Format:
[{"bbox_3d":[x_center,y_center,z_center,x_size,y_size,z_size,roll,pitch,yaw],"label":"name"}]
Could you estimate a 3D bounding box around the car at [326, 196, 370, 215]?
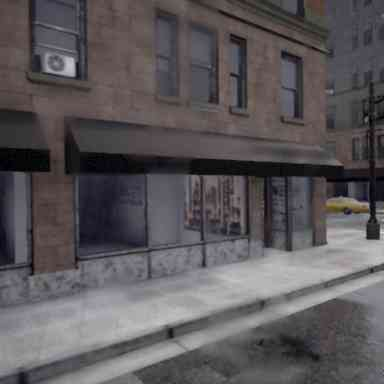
[{"bbox_3d":[11.665,1.025,26.578,1.752,1.417,4.829,-1,1,-35],"label":"car"}]
